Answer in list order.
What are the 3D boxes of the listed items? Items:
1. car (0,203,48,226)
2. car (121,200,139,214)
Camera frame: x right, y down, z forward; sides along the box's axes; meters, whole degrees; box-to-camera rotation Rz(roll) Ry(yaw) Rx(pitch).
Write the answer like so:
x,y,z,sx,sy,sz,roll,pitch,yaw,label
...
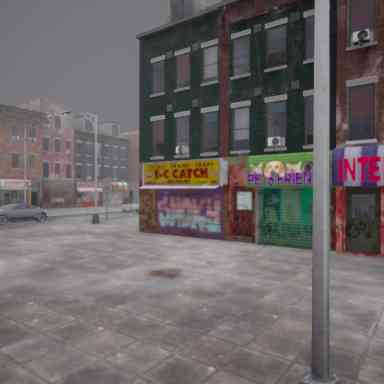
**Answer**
x,y,z,sx,sy,sz,roll,pitch,yaw,label
-12.338,1.489,23.183,1.994,1.385,4.181,0,0,35,car
-4.864,1.457,33.668,1.895,1.301,4.718,0,1,36,car
